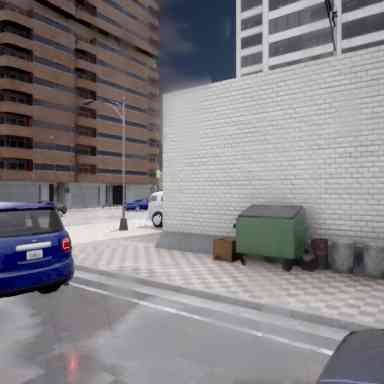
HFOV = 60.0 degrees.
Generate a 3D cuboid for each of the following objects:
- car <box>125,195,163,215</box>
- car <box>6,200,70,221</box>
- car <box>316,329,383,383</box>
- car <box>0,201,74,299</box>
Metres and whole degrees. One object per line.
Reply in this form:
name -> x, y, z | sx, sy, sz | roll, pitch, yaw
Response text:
car -> -6.024, 1.533, 39.903 | 1.882, 1.535, 5.008 | 0, 0, 36
car -> -13.509, 1.559, 29.460 | 1.837, 1.490, 4.892 | 0, 0, 35
car -> 3.382, 1.547, 1.576 | 5.357, 1.411, 2.033 | 0, 0, 36
car -> -5.015, 1.221, 7.570 | 5.566, 2.045, 2.150 | 0, 0, 36
